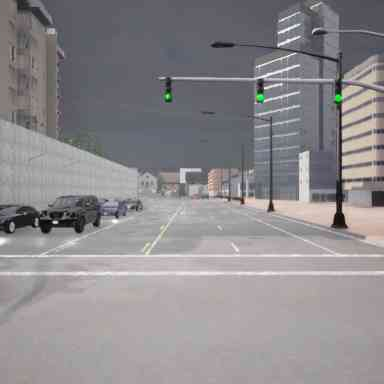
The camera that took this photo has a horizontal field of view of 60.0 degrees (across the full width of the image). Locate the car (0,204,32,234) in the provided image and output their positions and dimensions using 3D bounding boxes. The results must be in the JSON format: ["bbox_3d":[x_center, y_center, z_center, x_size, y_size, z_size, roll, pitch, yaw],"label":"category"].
[{"bbox_3d":[-10.612,1.505,19.423,1.837,1.490,4.892,0,0,0],"label":"car"}]

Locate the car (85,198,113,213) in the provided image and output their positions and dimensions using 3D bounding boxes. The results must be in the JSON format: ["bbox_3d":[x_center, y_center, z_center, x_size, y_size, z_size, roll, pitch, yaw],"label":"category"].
[{"bbox_3d":[-10.617,1.505,38.309,1.837,1.490,4.892,0,0,0],"label":"car"}]

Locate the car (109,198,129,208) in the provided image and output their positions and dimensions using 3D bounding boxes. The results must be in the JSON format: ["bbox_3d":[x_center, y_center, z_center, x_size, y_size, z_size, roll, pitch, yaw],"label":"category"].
[{"bbox_3d":[-10.586,1.601,48.369,1.895,1.301,4.718,0,0,0],"label":"car"}]

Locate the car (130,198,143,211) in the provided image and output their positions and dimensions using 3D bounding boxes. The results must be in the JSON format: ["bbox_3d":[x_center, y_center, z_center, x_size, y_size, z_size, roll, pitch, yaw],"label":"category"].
[{"bbox_3d":[-7.115,1.491,40.039,2.128,1.511,4.902,0,0,0],"label":"car"}]

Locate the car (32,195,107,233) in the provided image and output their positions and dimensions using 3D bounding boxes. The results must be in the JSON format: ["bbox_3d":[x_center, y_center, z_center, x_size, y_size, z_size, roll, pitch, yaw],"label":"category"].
[{"bbox_3d":[-7.109,1.221,20.056,2.150,2.045,5.566,0,0,0],"label":"car"}]

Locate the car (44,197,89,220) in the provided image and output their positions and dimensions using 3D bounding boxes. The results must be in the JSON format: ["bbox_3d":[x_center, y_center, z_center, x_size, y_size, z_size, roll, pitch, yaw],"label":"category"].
[{"bbox_3d":[-10.617,1.352,28.491,2.097,1.767,4.553,0,0,0],"label":"car"}]

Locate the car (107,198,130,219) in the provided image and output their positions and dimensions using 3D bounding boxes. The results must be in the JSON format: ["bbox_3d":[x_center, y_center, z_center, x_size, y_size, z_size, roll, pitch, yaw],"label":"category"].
[{"bbox_3d":[-7.117,1.526,29.696,1.812,1.442,4.674,0,0,0],"label":"car"}]
